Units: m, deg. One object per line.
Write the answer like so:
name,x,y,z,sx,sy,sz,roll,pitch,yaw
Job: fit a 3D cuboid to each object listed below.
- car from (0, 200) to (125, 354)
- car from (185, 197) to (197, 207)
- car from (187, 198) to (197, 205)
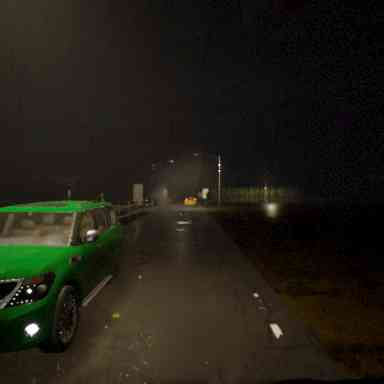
car,-2.808,1.217,6.529,2.150,2.045,5.566,0,0,0
car,-0.190,1.650,55.619,1.882,1.535,5.008,0,-1,2
car,-0.042,1.853,66.016,1.994,1.385,4.181,0,-1,0
